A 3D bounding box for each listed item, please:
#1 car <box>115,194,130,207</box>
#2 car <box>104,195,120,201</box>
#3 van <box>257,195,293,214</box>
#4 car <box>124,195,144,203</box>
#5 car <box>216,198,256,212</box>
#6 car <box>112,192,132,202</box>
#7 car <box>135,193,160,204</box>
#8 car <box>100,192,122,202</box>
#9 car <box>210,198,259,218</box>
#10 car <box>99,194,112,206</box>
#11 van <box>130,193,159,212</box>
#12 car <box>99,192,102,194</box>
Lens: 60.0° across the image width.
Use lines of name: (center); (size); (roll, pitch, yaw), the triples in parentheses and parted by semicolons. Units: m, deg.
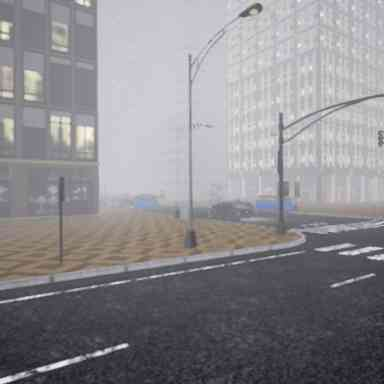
car: (-8.959, 1.385, 47.829); (1.994, 1.385, 4.181); (0, 1, -34)
car: (-16.840, 1.237, 69.786); (1.947, 1.339, 4.313); (0, 0, -34)
van: (8.075, 1.225, 33.142); (1.690, 1.788, 3.998); (0, 0, -34)
car: (-10.634, 1.270, 60.608); (1.887, 1.381, 4.507); (0, 0, -34)
car: (4.898, 1.403, 37.680); (1.887, 1.381, 4.507); (0, 0, -34)
car: (-13.737, 1.013, 65.196); (2.192, 1.841, 5.009); (0, 0, -34)
car: (-7.531, 1.067, 56.018); (2.192, 1.841, 5.009); (0, 0, -34)
car: (-15.065, 1.273, 62.353); (2.033, 1.411, 5.357); (0, 1, -34)
car: (3.463, 1.491, 29.419); (1.994, 1.385, 4.181); (0, 1, -34)
car: (-14.473, 1.377, 51.325); (1.947, 1.339, 4.313); (0, 0, -34)
van: (-5.165, 1.232, 37.558); (1.690, 1.788, 3.998); (0, 0, -34)
car: (-19.943, 0.959, 74.373); (2.192, 1.841, 5.009); (0, 0, -34)
